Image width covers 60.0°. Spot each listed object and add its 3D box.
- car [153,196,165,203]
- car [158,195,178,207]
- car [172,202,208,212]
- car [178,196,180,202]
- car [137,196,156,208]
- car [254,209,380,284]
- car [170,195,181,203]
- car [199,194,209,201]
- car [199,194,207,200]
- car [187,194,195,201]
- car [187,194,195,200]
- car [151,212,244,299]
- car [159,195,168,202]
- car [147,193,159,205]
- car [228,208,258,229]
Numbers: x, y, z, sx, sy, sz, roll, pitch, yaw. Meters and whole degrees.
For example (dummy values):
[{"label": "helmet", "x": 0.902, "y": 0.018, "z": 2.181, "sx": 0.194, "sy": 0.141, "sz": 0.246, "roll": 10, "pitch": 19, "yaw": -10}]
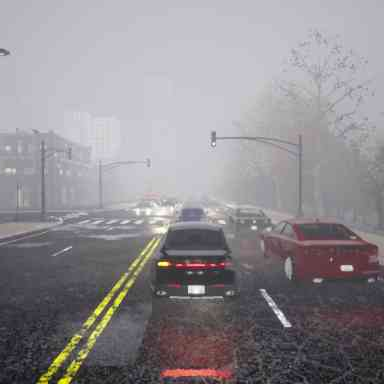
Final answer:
[{"label": "car", "x": -6.735, "y": 1.579, "z": 68.327, "sx": 1.895, "sy": 1.301, "sz": 4.718, "roll": 0, "pitch": 0, "yaw": 0}, {"label": "car", "x": -3.509, "y": 1.550, "z": 50.044, "sx": 1.994, "sy": 1.385, "sz": 4.181, "roll": 0, "pitch": 0, "yaw": 0}, {"label": "car", "x": -0.006, "y": 1.522, "z": 19.024, "sx": 1.812, "sy": 1.442, "sz": 4.674, "roll": 0, "pitch": 0, "yaw": -1}, {"label": "car", "x": -3.525, "y": 1.546, "z": 59.563, "sx": 1.994, "sy": 1.385, "sz": 4.181, "roll": 0, "pitch": 0, "yaw": 0}, {"label": "car", "x": -6.768, "y": 1.588, "z": 48.389, "sx": 1.895, "sy": 1.301, "sz": 4.718, "roll": 0, "pitch": 0, "yaw": 0}, {"label": "car", "x": 3.317, "y": 1.476, "z": 9.627, "sx": 1.882, "sy": 1.535, "sz": 5.008, "roll": 0, "pitch": 0, "yaw": 0}, {"label": "car", "x": -3.485, "y": 1.503, "z": 69.813, "sx": 2.128, "sy": 1.511, "sz": 4.902, "roll": 0, "pitch": 0, "yaw": 0}, {"label": "car", "x": 2.980, "y": 1.320, "z": 79.909, "sx": 2.097, "sy": 1.767, "sz": 4.553, "roll": 0, "pitch": 0, "yaw": 0}, {"label": "car", "x": 2.946, "y": 1.324, "z": 89.942, "sx": 2.128, "sy": 1.511, "sz": 4.902, "roll": 0, "pitch": 0, "yaw": 0}, {"label": "car", "x": -0.270, "y": 1.489, "z": 79.928, "sx": 1.812, "sy": 1.442, "sz": 4.674, "roll": 0, "pitch": 0, "yaw": 0}, {"label": "car", "x": -0.304, "y": 1.352, "z": 89.931, "sx": 1.994, "sy": 1.385, "sz": 4.181, "roll": 0, "pitch": 0, "yaw": 0}, {"label": "car", "x": 0.074, "y": 1.504, "z": 8.438, "sx": 1.837, "sy": 1.490, "sz": 4.892, "roll": 0, "pitch": 0, "yaw": 0}, {"label": "car", "x": -6.765, "y": 1.473, "z": 78.884, "sx": 1.837, "sy": 1.490, "sz": 4.892, "roll": 0, "pitch": 0, "yaw": 0}, {"label": "car", "x": -6.775, "y": 1.204, "z": 57.932, "sx": 2.150, "sy": 2.045, "sz": 5.566, "roll": 0, "pitch": 0, "yaw": 0}, {"label": "car", "x": 3.286, "y": 1.597, "z": 19.862, "sx": 1.895, "sy": 1.301, "sz": 4.718, "roll": 0, "pitch": 0, "yaw": 0}]
